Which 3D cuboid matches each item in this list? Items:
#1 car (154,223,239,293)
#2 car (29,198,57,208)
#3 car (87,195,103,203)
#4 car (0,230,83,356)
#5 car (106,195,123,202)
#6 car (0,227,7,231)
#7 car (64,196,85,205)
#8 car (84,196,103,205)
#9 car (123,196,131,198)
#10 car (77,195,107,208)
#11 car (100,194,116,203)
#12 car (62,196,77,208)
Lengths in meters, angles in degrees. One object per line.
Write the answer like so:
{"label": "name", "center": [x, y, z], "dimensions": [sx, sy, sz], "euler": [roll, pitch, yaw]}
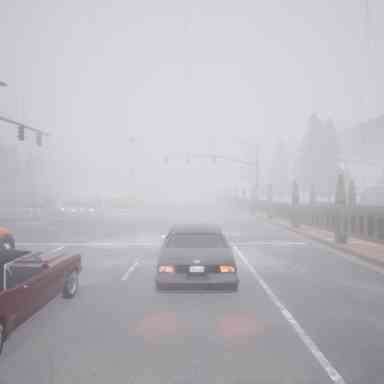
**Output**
{"label": "car", "center": [0.091, 1.547, 8.974], "dimensions": [2.033, 1.411, 5.357], "euler": [0, 0, 0]}
{"label": "car", "center": [-21.144, 1.547, 47.418], "dimensions": [2.033, 1.411, 5.357], "euler": [0, 0, 0]}
{"label": "car", "center": [-21.070, 1.525, 72.547], "dimensions": [2.128, 1.511, 4.902], "euler": [0, 0, 0]}
{"label": "car", "center": [-3.405, 1.601, 5.519], "dimensions": [1.895, 1.301, 4.718], "euler": [0, 0, 0]}
{"label": "car", "center": [-14.126, 1.601, 58.525], "dimensions": [1.895, 1.301, 4.718], "euler": [0, 0, 0]}
{"label": "car", "center": [-6.909, 1.352, 9.183], "dimensions": [2.097, 1.767, 4.553], "euler": [0, 0, 0]}
{"label": "car", "center": [-21.113, 1.477, 59.968], "dimensions": [1.882, 1.535, 5.008], "euler": [0, 0, 0]}
{"label": "car", "center": [-17.621, 1.478, 59.465], "dimensions": [1.882, 1.535, 5.008], "euler": [0, 0, 1]}
{"label": "car", "center": [-14.068, 1.525, 71.303], "dimensions": [2.128, 1.511, 4.902], "euler": [0, 0, 0]}
{"label": "car", "center": [-14.144, 1.547, 47.306], "dimensions": [2.033, 1.411, 5.357], "euler": [0, 0, 0]}
{"label": "car", "center": [-17.567, 1.355, 69.763], "dimensions": [2.097, 1.767, 4.553], "euler": [0, 0, 0]}
{"label": "car", "center": [-17.627, 1.526, 49.430], "dimensions": [1.812, 1.442, 4.674], "euler": [0, 0, 0]}
